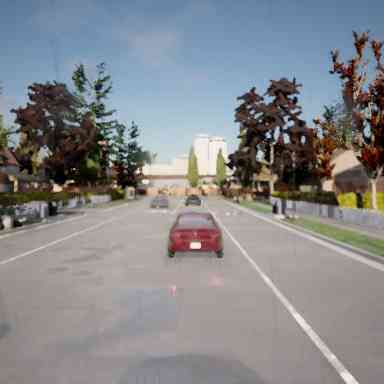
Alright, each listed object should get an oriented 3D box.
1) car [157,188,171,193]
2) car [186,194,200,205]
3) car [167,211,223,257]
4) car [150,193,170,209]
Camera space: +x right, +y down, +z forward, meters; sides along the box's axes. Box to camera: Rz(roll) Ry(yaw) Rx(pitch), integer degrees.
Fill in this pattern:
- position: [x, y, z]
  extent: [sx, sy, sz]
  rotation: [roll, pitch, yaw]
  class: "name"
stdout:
- position: [-6.636, 0.005, 78.531]
  extent: [2.150, 2.045, 5.566]
  rotation: [0, 0, -24]
  class: "car"
- position: [0.147, 1.019, 46.298]
  extent: [1.837, 1.490, 4.892]
  rotation: [0, 1, 0]
  class: "car"
- position: [0.112, 1.423, 12.319]
  extent: [1.812, 1.442, 4.674]
  rotation: [0, 1, 0]
  class: "car"
- position: [-3.558, 1.161, 37.572]
  extent: [2.033, 1.411, 5.357]
  rotation: [0, 1, 0]
  class: "car"
